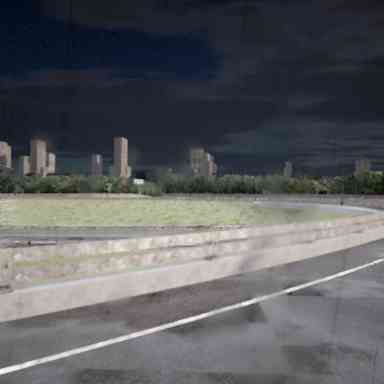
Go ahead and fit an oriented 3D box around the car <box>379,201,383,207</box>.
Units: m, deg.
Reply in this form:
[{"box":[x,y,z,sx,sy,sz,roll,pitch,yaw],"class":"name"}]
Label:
[{"box":[38.668,2.422,65.712,1.895,1.301,4.718,0,-1,9],"class":"car"}]
